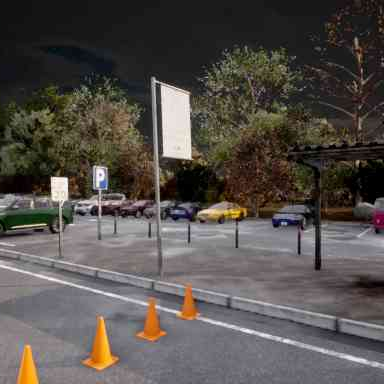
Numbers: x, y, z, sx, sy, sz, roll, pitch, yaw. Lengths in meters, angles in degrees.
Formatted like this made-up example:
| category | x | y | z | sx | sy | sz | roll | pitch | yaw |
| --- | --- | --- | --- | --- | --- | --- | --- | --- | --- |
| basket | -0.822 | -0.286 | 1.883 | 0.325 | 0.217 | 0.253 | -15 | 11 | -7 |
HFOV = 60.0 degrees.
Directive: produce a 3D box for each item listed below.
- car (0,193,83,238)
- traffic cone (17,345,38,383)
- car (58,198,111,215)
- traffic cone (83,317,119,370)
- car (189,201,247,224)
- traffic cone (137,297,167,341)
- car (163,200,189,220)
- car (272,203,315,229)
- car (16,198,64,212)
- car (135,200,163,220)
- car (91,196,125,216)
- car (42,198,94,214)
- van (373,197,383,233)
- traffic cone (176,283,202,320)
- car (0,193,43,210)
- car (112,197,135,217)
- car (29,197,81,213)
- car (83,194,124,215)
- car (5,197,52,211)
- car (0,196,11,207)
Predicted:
| category | x | y | z | sx | sy | sz | roll | pitch | yaw |
| --- | --- | --- | --- | --- | --- | --- | --- | --- | --- |
| car | -8.924 | 1.220 | 17.293 | 2.435 | 2.045 | 5.566 | 0 | 0 | 35 |
| traffic cone | -1.781 | 1.957 | 3.595 | 0.340 | 0.580 | 0.340 | 0 | 0 | 35 |
| car | -11.192 | 1.461 | 34.896 | 2.231 | 1.521 | 4.892 | 0 | 0 | 35 |
| traffic cone | -1.206 | 1.957 | 4.412 | 0.340 | 0.580 | 0.340 | 0 | 0 | 35 |
| car | 2.333 | 1.474 | 25.179 | 1.946 | 1.575 | 5.366 | 0 | 0 | 35 |
| traffic cone | -0.631 | 1.957 | 5.229 | 0.340 | 0.580 | 0.340 | 0 | 0 | 35 |
| car | 0.185 | 1.504 | 26.950 | 2.163 | 1.488 | 4.792 | 0 | 0 | 35 |
| car | 6.966 | 1.513 | 22.117 | 2.163 | 1.488 | 4.792 | 0 | 0 | 35 |
| car | -18.020 | 1.468 | 39.662 | 2.163 | 1.488 | 4.792 | 0 | 0 | 35 |
| car | -2.099 | 1.473 | 28.526 | 2.231 | 1.521 | 4.892 | 0 | 0 | 35 |
| car | -6.643 | 1.465 | 31.715 | 2.097 | 1.535 | 5.008 | 0 | 0 | 35 |
| car | -13.465 | 1.454 | 36.492 | 2.097 | 1.535 | 5.008 | 0 | 0 | 35 |
| van | 11.592 | 1.264 | 19.046 | 1.878 | 1.987 | 4.442 | 0 | 0 | 35 |
| traffic cone | -0.057 | 1.957 | 6.044 | 0.340 | 0.580 | 0.340 | 0 | 0 | 36 |
| car | -22.567 | 1.152 | 42.855 | 2.435 | 2.045 | 5.566 | 0 | 0 | 35 |
| car | -4.372 | 1.468 | 30.120 | 2.097 | 1.535 | 5.008 | 0 | 0 | 35 |
| car | -15.629 | 1.443 | 38.244 | 1.946 | 1.575 | 5.366 | 0 | 0 | 35 |
| car | -8.934 | 1.211 | 33.282 | 2.435 | 2.045 | 5.566 | 0 | 0 | 35 |
| car | -20.265 | 1.451 | 41.309 | 2.163 | 1.488 | 4.792 | 0 | 0 | 35 |
| car | -29.260 | 1.331 | 47.818 | 1.946 | 1.575 | 5.366 | 1 | 0 | 35 |
